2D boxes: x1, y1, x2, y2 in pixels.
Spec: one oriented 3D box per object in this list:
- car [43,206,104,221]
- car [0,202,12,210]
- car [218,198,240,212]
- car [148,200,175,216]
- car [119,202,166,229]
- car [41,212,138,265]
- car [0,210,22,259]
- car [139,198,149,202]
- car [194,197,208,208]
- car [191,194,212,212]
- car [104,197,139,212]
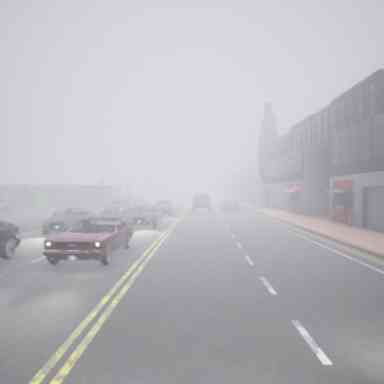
[{"bbox_3d":[-6.714,1.568,18.653,1.994,1.385,4.181,0,0,2],"label":"car"},{"bbox_3d":[-21.027,1.400,34.827,3.806,1.475,1.970,0,0,0],"label":"car"},{"bbox_3d":[4.528,1.581,39.626,1.994,1.385,4.181,0,0,2],"label":"car"},{"bbox_3d":[-2.710,1.516,32.160,1.837,1.490,4.892,0,0,2],"label":"car"},{"bbox_3d":[-3.098,1.571,21.873,1.994,1.385,4.181,0,0,2],"label":"car"},{"bbox_3d":[-3.406,1.604,11.816,1.895,1.301,4.718,0,0,2],"label":"car"},{"bbox_3d":[-6.956,1.492,9.742,2.128,1.511,4.902,0,0,1],"label":"car"},{"bbox_3d":[-6.004,1.490,38.772,1.882,1.535,5.008,0,0,2],"label":"car"},{"bbox_3d":[1.340,1.497,49.536,1.882,1.535,5.008,0,0,2],"label":"car"},{"bbox_3d":[1.098,1.237,38.749,2.150,2.045,5.566,0,0,2],"label":"car"},{"bbox_3d":[-6.337,1.360,28.661,2.097,1.767,4.553,0,0,2],"label":"car"}]
